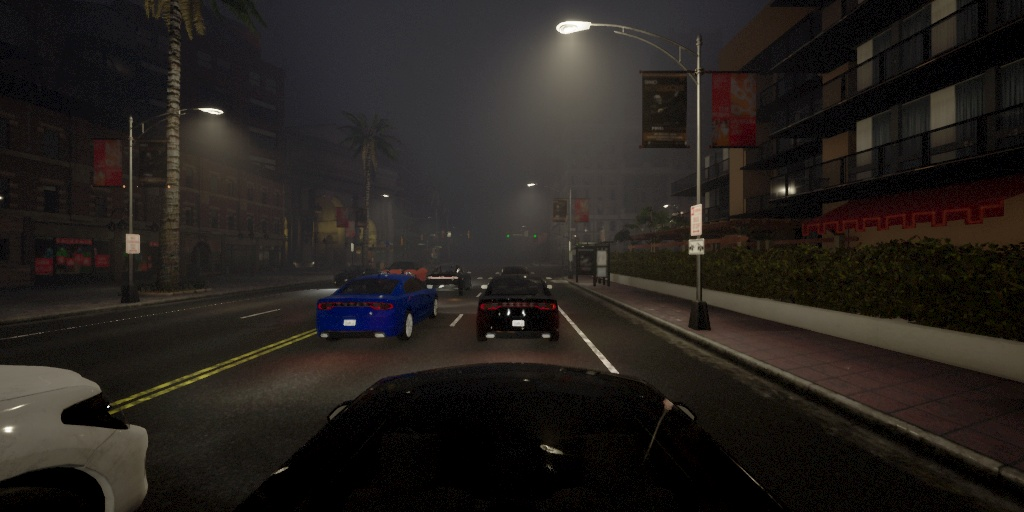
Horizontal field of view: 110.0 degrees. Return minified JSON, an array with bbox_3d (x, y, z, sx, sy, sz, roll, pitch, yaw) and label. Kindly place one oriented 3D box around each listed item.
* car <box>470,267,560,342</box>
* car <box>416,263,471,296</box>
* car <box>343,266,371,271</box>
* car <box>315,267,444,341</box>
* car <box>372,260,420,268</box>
[{"bbox_3d":[0.135,1.228,9.848,1.882,1.535,5.008,0,0,0],"label":"car"},{"bbox_3d":[-3.334,1.242,19.422,2.128,1.511,4.902,0,0,0],"label":"car"},{"bbox_3d":[-10.415,1.352,24.560,1.994,1.385,4.181,0,0,0],"label":"car"},{"bbox_3d":[-3.360,1.228,9.887,1.882,1.535,5.008,0,0,0],"label":"car"},{"bbox_3d":[-6.935,1.101,23.081,2.097,1.767,4.553,0,0,1],"label":"car"}]
